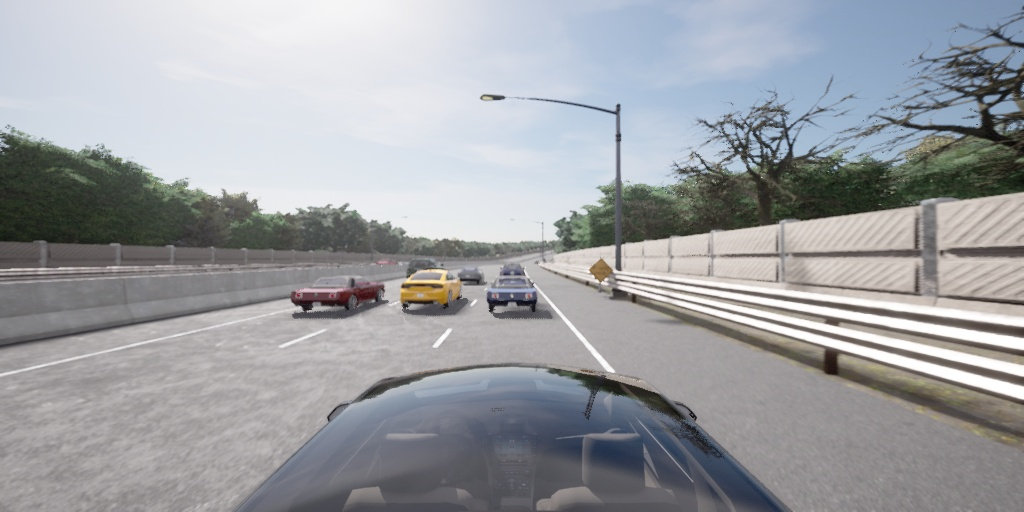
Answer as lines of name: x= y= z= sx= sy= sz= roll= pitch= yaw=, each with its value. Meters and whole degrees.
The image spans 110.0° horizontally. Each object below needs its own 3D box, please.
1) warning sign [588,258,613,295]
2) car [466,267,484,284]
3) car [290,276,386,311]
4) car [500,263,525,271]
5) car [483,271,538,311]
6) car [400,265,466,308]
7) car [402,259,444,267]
warning sign: x=4.559 y=1.025 z=18.594 sx=1.300 sy=1.860 sz=1.060 roll=0 pitch=0 yaw=0
car: x=-3.464 y=1.569 z=30.236 sx=1.994 sy=1.385 sz=4.181 roll=0 pitch=0 yaw=1
car: x=-6.979 y=1.478 z=15.072 sx=1.895 sy=1.301 sz=4.718 roll=0 pitch=-1 yaw=0
car: x=0.039 y=1.355 z=30.236 sx=2.097 sy=1.767 sz=4.553 roll=0 pitch=-1 yaw=1
car: x=0.021 y=1.478 z=15.075 sx=1.895 sy=1.301 sz=4.718 roll=0 pitch=-1 yaw=0
car: x=-3.469 y=1.363 z=16.092 sx=1.882 sy=1.535 sz=5.008 roll=0 pitch=0 yaw=0
car: x=-6.974 y=1.222 z=29.400 sx=2.150 sy=2.045 sz=5.566 roll=0 pitch=0 yaw=0
